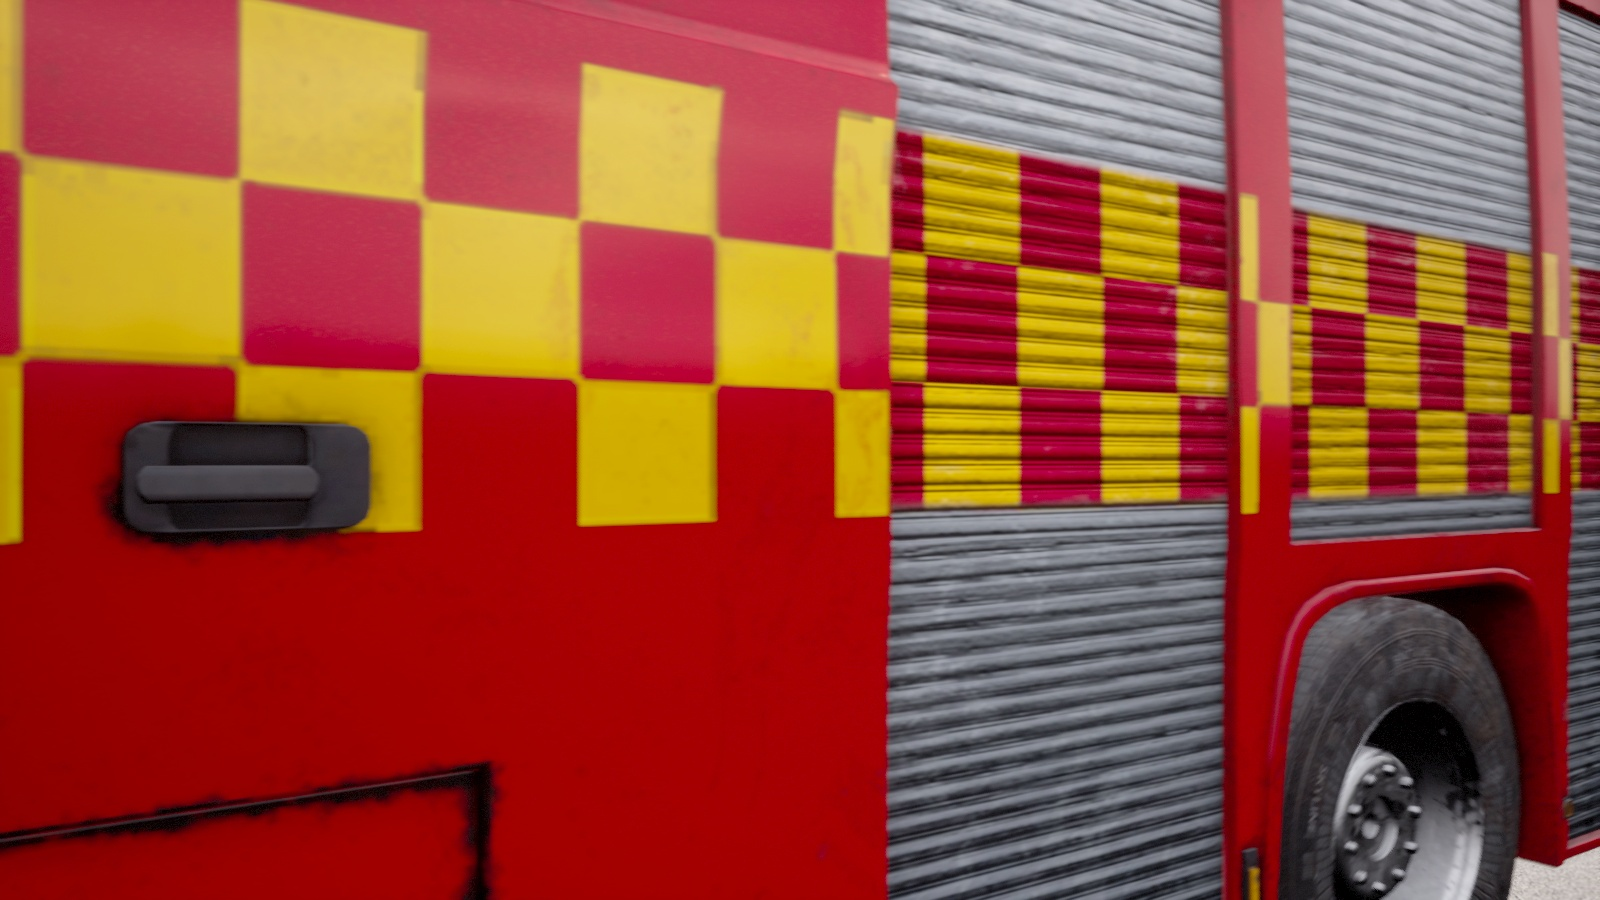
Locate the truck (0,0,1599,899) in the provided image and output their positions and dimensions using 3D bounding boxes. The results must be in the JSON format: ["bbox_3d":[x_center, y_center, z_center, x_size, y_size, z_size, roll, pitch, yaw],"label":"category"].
[{"bbox_3d":[-1.567,-0.410,2.573,8.468,3.827,2.891,0,0,-35],"label":"truck"}]
